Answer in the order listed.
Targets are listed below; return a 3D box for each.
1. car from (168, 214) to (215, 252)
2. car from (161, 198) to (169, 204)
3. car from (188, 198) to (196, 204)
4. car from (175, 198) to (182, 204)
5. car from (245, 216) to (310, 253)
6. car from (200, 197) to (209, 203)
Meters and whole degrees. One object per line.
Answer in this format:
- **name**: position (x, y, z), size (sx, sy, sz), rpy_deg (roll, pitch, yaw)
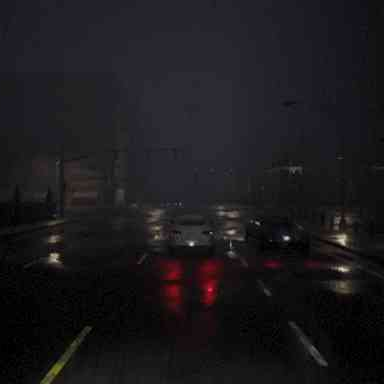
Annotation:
- **car**: position (-0.005, 1.660, 14.394), size (1.812, 1.442, 4.674), rpy_deg (0, 0, 0)
- **car**: position (-7.072, 2.345, 88.332), size (1.812, 1.442, 4.674), rpy_deg (0, -1, 0)
- **car**: position (-0.073, 2.284, 89.143), size (2.128, 1.511, 4.902), rpy_deg (0, -1, 0)
- **car**: position (-3.572, 2.361, 88.335), size (2.033, 1.411, 5.357), rpy_deg (0, -1, 0)
- **car**: position (3.493, 1.698, 14.277), size (1.994, 1.385, 4.181), rpy_deg (0, 0, 0)
- **car**: position (3.427, 2.326, 89.443), size (1.994, 1.385, 4.181), rpy_deg (0, -1, 0)
